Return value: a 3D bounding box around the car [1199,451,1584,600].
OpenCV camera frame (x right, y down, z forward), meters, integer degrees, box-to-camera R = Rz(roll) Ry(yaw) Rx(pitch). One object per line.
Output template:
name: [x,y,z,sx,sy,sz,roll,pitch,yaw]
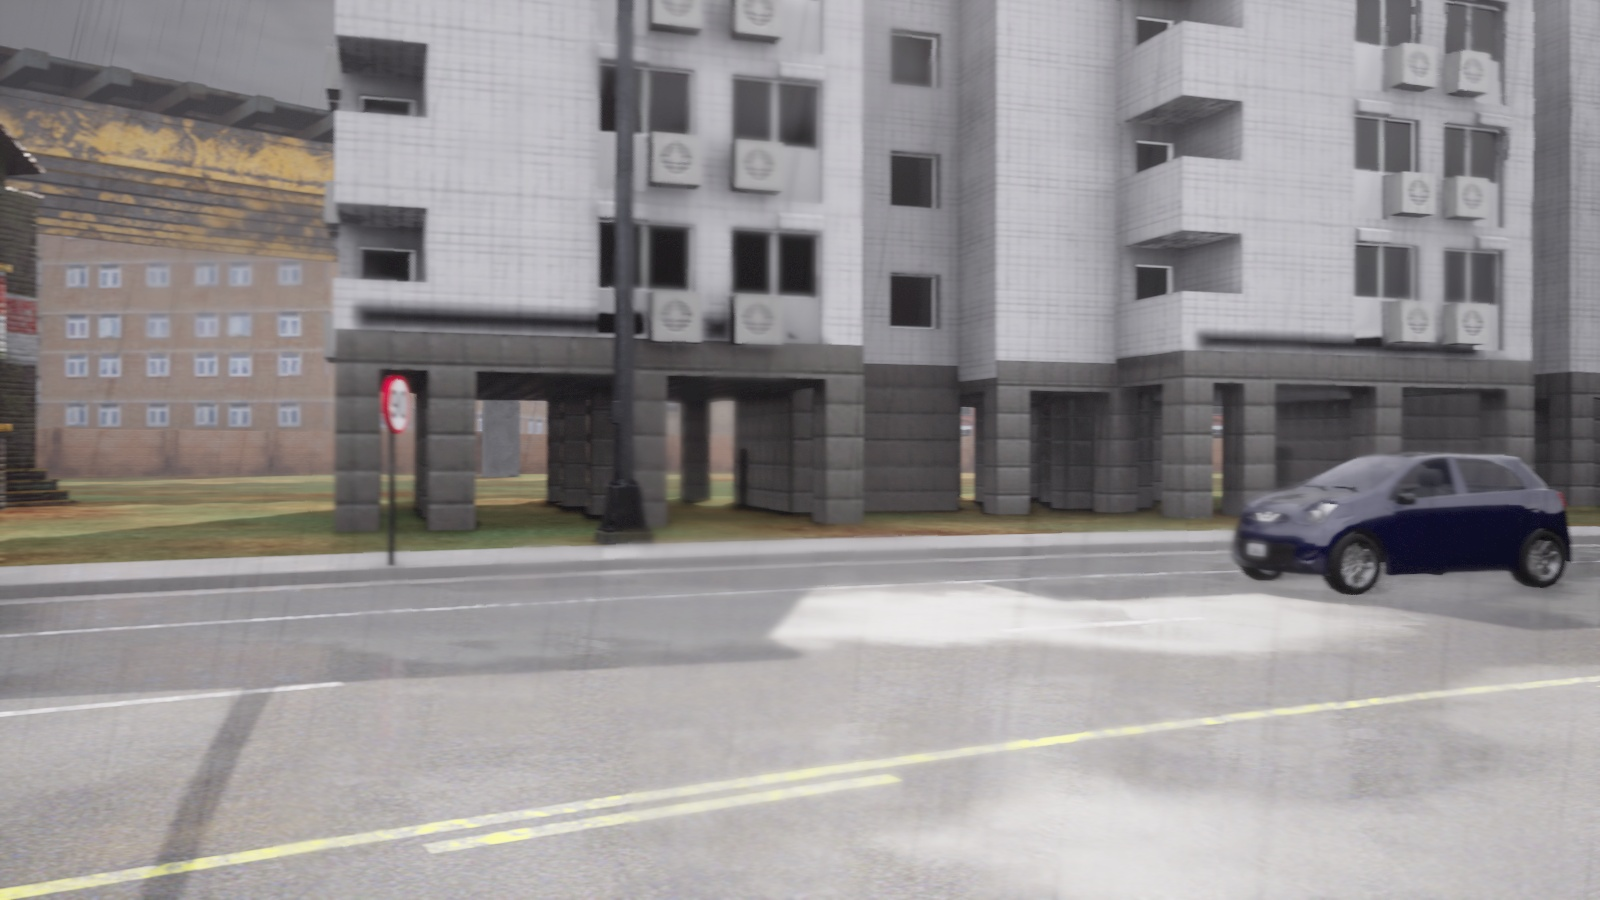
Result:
car: [6.623,0.770,14.179,3.633,1.501,1.845,0,0,-17]
